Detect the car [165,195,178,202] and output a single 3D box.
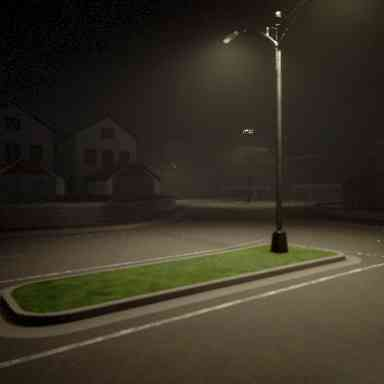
[{"bbox_3d":[-4.652,1.294,64.576,1.895,1.301,4.718,-1,0,-36],"label":"car"}]
